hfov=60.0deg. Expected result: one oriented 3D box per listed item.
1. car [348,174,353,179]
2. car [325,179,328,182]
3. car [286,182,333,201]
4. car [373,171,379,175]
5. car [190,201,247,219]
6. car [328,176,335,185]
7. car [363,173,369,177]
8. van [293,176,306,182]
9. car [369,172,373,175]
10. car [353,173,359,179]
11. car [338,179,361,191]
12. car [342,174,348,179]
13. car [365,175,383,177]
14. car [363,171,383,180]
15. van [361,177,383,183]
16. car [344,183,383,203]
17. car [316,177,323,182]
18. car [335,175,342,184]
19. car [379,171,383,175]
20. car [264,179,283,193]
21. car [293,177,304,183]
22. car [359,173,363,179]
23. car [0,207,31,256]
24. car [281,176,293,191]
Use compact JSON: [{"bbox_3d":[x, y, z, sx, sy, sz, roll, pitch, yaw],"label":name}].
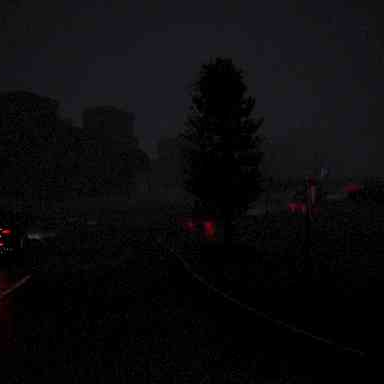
[{"bbox_3d":[28.901,-2.513,66.164,4.892,1.521,2.231,-1,4,26],"label":"car"},{"bbox_3d":[20.538,-1.717,57.963,5.008,1.535,2.097,-1,3,25],"label":"car"},{"bbox_3d":[12.034,0.126,33.884,4.902,1.511,2.128,-6,5,-44],"label":"car"},{"bbox_3d":[39.379,-3.473,76.394,5.008,1.535,2.097,-1,3,26],"label":"car"},{"bbox_3d":[2.024,0.853,24.081,2.097,1.767,4.553,2,4,44],"label":"car"},{"bbox_3d":[22.657,-1.887,60.002,4.792,1.488,2.163,-1,3,26],"label":"car"},{"bbox_3d":[35.181,-3.064,72.322,4.674,1.452,2.002,-1,3,26],"label":"car"},{"bbox_3d":[16.259,-1.541,53.876,4.442,1.987,1.878,-1,4,25],"label":"van"},{"bbox_3d":[37.294,-3.416,74.331,4.553,1.767,2.185,-1,4,26],"label":"car"},{"bbox_3d":[30.993,-2.714,68.215,5.008,1.535,2.097,-1,4,26],"label":"car"},{"bbox_3d":[20.510,-0.500,39.820,1.812,1.442,4.674,-5,5,-38],"label":"car"},{"bbox_3d":[26.810,-2.314,64.117,4.892,1.521,2.231,-1,4,26],"label":"car"},{"bbox_3d":[21.307,-0.465,34.554,5.566,2.045,2.435,1,5,27],"label":"car"},{"bbox_3d":[45.643,-4.229,82.514,5.566,2.045,2.435,-1,3,26],"label":"car"},{"bbox_3d":[19.249,-0.235,32.460,4.442,1.987,1.878,1,5,27],"label":"van"},{"bbox_3d":[16.954,0.191,30.495,5.008,1.535,2.097,1,5,27],"label":"car"},{"bbox_3d":[18.627,-1.523,55.819,5.366,1.575,1.946,-1,3,25],"label":"car"},{"bbox_3d":[24.712,-2.116,62.074,5.008,1.535,2.097,-1,3,26],"label":"car"},{"bbox_3d":[41.469,-3.647,78.443,5.008,1.535,2.097,-1,3,26],"label":"car"},{"bbox_3d":[10.086,-0.686,47.637,4.792,1.488,2.163,-1,4,25],"label":"car"},{"bbox_3d":[14.285,-1.118,51.778,5.008,1.535,2.097,-1,3,25],"label":"car"},{"bbox_3d":[33.104,-3.036,70.243,4.553,1.767,2.185,-1,4,26],"label":"car"},{"bbox_3d":[-6.902,1.287,11.677,1.837,1.490,4.892,2,0,-24],"label":"car"},{"bbox_3d":[12.221,-1.042,49.676,4.553,1.767,2.185,-1,4,25],"label":"car"}]
